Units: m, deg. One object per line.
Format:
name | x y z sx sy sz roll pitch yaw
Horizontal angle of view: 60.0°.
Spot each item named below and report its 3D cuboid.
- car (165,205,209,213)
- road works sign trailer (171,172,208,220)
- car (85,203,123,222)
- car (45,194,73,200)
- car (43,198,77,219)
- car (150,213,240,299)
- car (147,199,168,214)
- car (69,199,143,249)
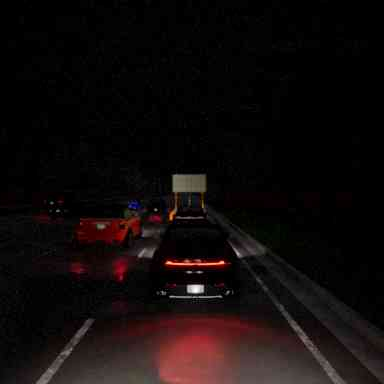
car | -0.069 1.488 18.828 2.128 1.511 4.902 0 0 1
road works sign trailer | -0.186 0.464 22.698 2.380 3.560 2.880 0 0 -3
car | -7.114 1.601 27.438 1.895 1.301 4.718 0 0 0
car | -14.194 1.219 36.300 2.150 2.045 5.566 0 0 0
car | -10.631 1.548 28.831 2.033 1.411 5.357 0 0 0
car | 0.047 1.505 8.439 1.837 1.490 4.892 0 0 0
car | -3.689 1.507 35.955 1.837 1.490 4.892 0 1 -1
car | -3.502 1.351 14.801 2.097 1.767 4.553 0 0 -1
